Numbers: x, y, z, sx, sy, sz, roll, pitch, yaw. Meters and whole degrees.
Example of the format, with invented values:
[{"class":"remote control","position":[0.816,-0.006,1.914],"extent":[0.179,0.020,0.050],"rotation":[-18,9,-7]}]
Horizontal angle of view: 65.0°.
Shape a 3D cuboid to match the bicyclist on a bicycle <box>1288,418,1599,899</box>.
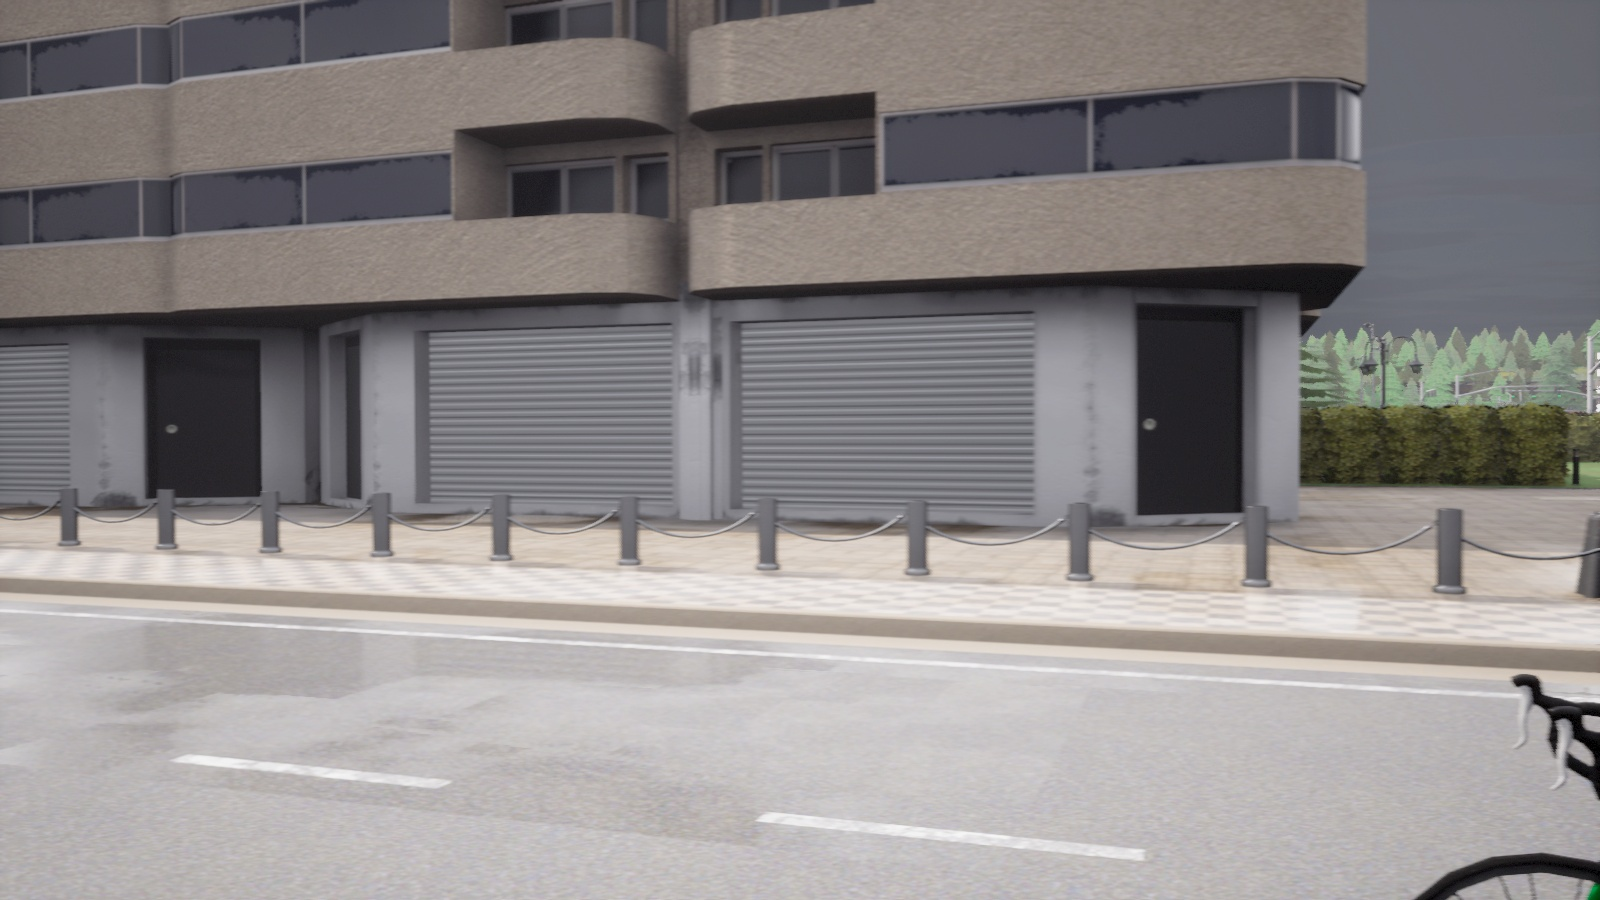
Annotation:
[{"class":"bicyclist on a bicycle","position":[1.895,0.746,2.555],"extent":[1.656,1.620,0.582],"rotation":[0,1,19]}]
